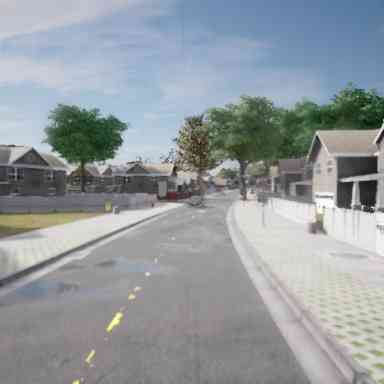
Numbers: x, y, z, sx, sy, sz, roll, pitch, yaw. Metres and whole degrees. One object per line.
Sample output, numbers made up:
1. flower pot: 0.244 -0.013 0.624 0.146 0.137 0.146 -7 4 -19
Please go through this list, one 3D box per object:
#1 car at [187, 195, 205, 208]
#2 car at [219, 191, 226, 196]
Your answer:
1. car: 0.581 1.209 41.973 1.837 1.490 4.892 0 0 9
2. car: 8.525 0.350 93.312 2.128 1.511 4.902 0 1 9
